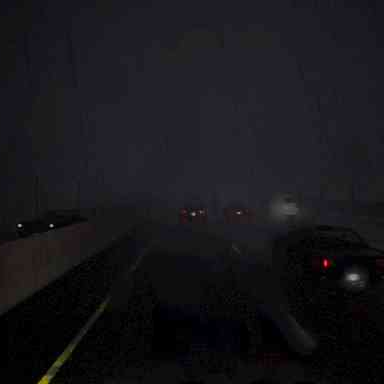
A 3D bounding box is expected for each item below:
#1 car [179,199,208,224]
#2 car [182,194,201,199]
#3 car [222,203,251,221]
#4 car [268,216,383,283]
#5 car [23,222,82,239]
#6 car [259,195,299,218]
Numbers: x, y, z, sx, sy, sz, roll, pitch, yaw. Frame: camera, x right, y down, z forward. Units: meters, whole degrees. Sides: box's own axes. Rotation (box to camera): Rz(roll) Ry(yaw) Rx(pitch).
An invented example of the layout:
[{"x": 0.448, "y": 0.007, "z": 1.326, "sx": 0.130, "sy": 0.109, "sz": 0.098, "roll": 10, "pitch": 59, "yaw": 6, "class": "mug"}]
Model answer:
[{"x": 0.101, "y": 1.521, "z": 24.726, "sx": 2.163, "sy": 1.488, "sz": 4.792, "roll": 0, "pitch": 0, "yaw": 0, "class": "car"}, {"x": -0.032, "y": 1.251, "z": 42.466, "sx": 2.150, "sy": 2.045, "sz": 5.566, "roll": 0, "pitch": 0, "yaw": -1, "class": "car"}, {"x": 3.602, "y": 1.583, "z": 27.510, "sx": 1.994, "sy": 1.385, "sz": 4.181, "roll": 0, "pitch": 0, "yaw": 0, "class": "car"}, {"x": 3.599, "y": 1.608, "z": 9.635, "sx": 1.895, "sy": 1.301, "sz": 4.718, "roll": 0, "pitch": 0, "yaw": 0, "class": "car"}, {"x": -7.095, "y": 1.613, "z": 17.238, "sx": 1.895, "sy": 1.301, "sz": 4.718, "roll": 0, "pitch": 0, "yaw": 0, "class": "car"}, {"x": 7.090, "y": 1.241, "z": 27.586, "sx": 2.150, "sy": 2.045, "sz": 5.566, "roll": 0, "pitch": 0, "yaw": 0, "class": "car"}]
